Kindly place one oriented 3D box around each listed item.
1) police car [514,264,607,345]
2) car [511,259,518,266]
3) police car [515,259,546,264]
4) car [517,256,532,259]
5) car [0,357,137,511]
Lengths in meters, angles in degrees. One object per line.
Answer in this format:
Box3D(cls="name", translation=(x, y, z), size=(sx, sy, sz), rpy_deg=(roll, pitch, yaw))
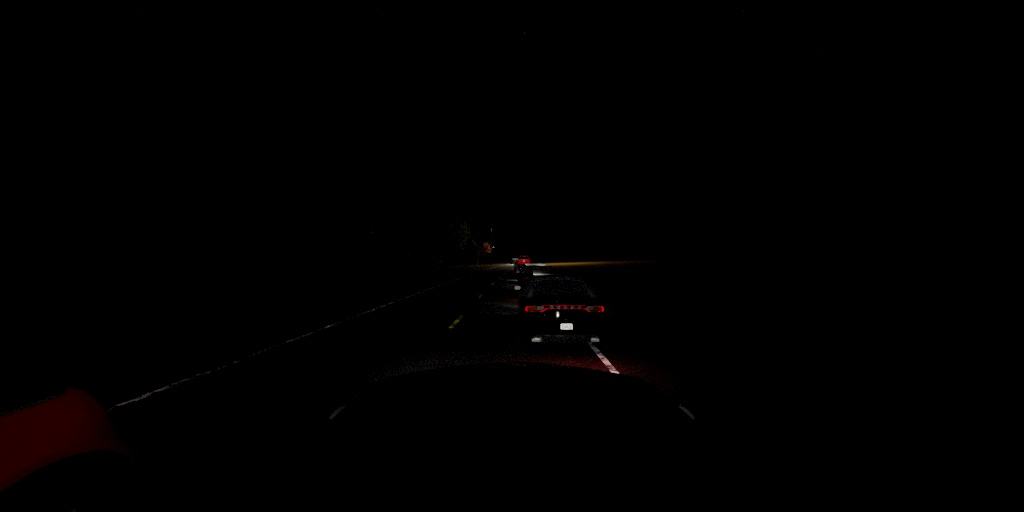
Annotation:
Box3D(cls="police car", translation=(1.098, 1.175, 9.601), size=(1.930, 1.638, 5.238), rpy_deg=(0, 0, 1))
Box3D(cls="car", translation=(1.298, 1.344, 46.787), size=(1.895, 1.301, 4.718), rpy_deg=(0, 0, 4))
Box3D(cls="police car", translation=(1.268, 1.175, 19.566), size=(1.930, 1.638, 5.238), rpy_deg=(0, 0, 1))
Box3D(cls="car", translation=(2.087, 0.956, 59.913), size=(2.150, 2.045, 5.566), rpy_deg=(0, 0, 4))
Box3D(cls="car", translation=(-3.469, 1.102, 0.298), size=(2.097, 1.767, 4.553), rpy_deg=(0, 0, 0))
